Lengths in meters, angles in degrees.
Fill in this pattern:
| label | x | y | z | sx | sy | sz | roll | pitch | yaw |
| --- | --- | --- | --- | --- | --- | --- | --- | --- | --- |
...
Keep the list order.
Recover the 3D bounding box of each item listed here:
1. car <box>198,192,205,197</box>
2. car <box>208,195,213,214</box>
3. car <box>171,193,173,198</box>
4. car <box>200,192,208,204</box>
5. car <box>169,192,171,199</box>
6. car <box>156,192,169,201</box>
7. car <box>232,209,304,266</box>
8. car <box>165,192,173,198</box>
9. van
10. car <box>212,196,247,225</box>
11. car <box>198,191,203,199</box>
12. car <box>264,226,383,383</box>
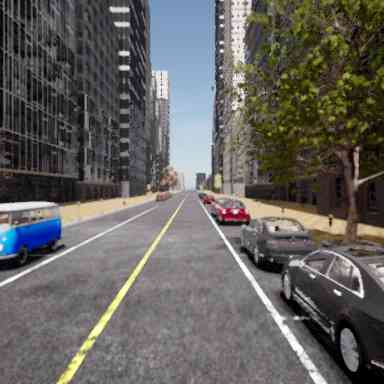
| label | x | y | z | sx | sy | sz | roll | pitch | yaw |
| --- | --- | --- | --- | --- | --- | --- | --- | --- | --- |
| car | 2.538 | 0.725 | 90.610 | 1.947 | 1.339 | 4.313 | 0 | 1 | 0 |
| car | 2.645 | 1.202 | 27.997 | 1.967 | 1.590 | 4.097 | 0 | 1 | 0 |
| car | -5.823 | 0.823 | 79.220 | 1.887 | 1.381 | 4.507 | 0 | 1 | 0 |
| car | 2.606 | 1.100 | 50.767 | 1.887 | 1.381 | 4.507 | 0 | 1 | 0 |
| car | -5.804 | 0.974 | 67.837 | 1.802 | 1.307 | 4.206 | 0 | 1 | 0 |
| car | -5.794 | 0.993 | 62.143 | 1.887 | 1.381 | 4.507 | 0 | 1 | 0 |
| car | 2.674 | 1.461 | 10.921 | 2.008 | 1.369 | 4.403 | 0 | 0 | 0 |
| car | -5.833 | 0.786 | 84.913 | 1.947 | 1.339 | 4.313 | 0 | 1 | 0 |
| van | -5.706 | 1.254 | 10.909 | 1.690 | 1.788 | 3.998 | 0 | 0 | 0 |
| car | 2.655 | 1.252 | 22.305 | 1.967 | 1.590 | 4.097 | 0 | 1 | 0 |
| car | 2.577 | 0.955 | 67.843 | 1.947 | 1.339 | 4.313 | 0 | 1 | 0 |
| car | 2.684 | 1.508 | 5.229 | 2.008 | 1.369 | 4.403 | 0 | 0 | 0 |
